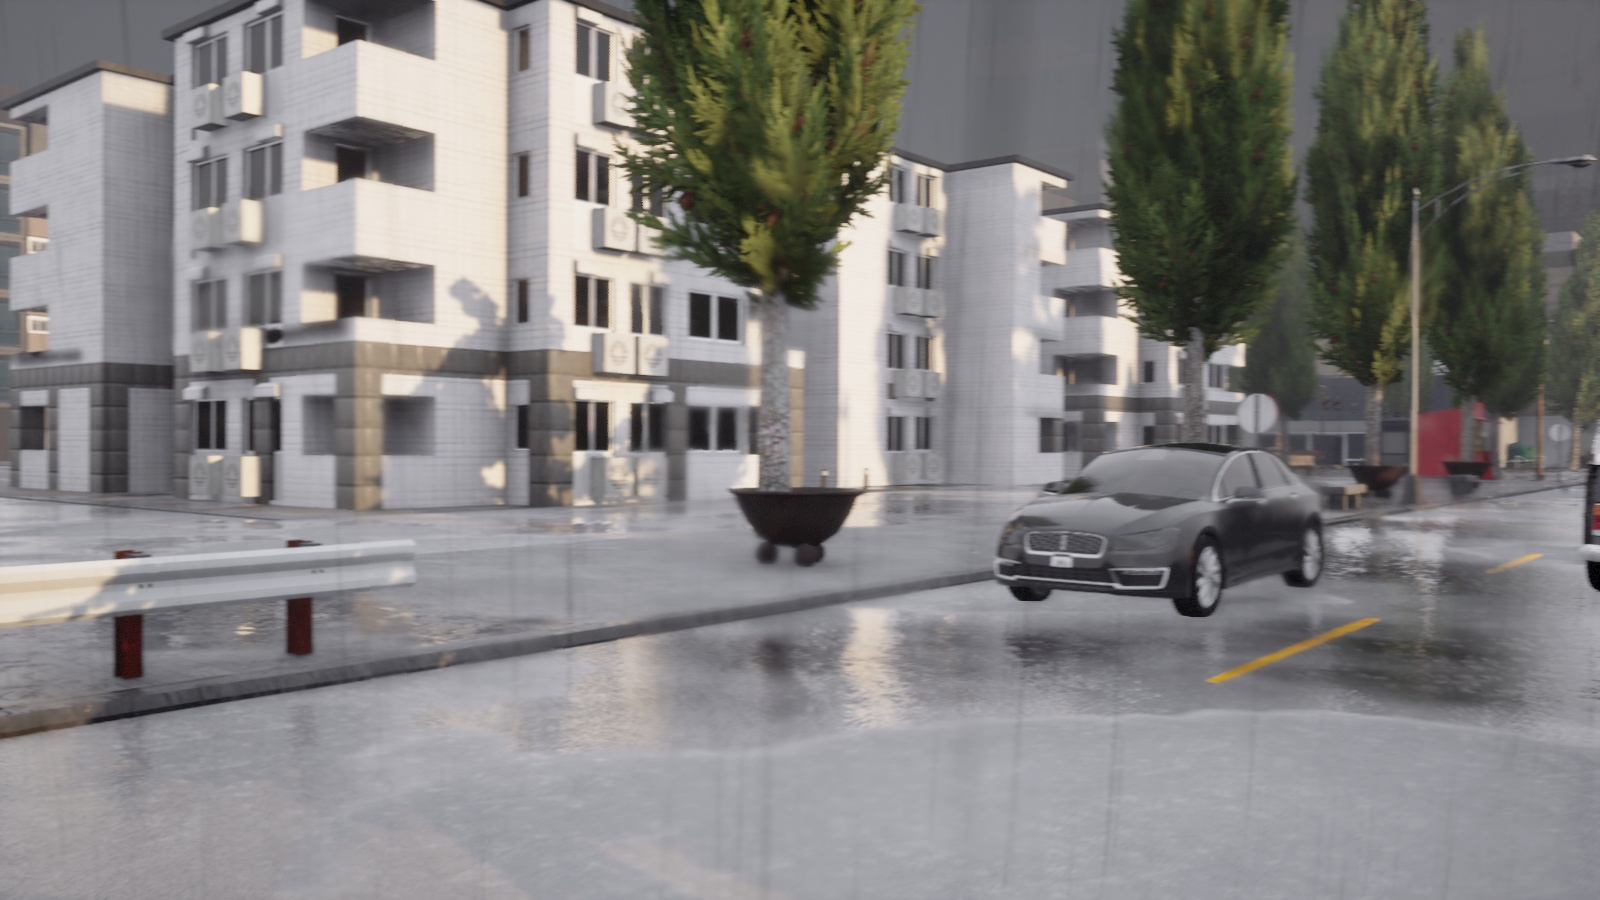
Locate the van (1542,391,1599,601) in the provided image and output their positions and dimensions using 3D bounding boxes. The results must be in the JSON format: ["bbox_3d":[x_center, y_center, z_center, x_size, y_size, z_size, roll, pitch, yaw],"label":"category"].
[{"bbox_3d":[9.577,0.451,13.575,2.069,2.038,4.480,1,0,38],"label":"van"}]

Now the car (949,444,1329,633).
[{"bbox_3d":[3.561,0.698,12.433,1.837,1.490,4.892,1,0,38],"label":"car"}]
